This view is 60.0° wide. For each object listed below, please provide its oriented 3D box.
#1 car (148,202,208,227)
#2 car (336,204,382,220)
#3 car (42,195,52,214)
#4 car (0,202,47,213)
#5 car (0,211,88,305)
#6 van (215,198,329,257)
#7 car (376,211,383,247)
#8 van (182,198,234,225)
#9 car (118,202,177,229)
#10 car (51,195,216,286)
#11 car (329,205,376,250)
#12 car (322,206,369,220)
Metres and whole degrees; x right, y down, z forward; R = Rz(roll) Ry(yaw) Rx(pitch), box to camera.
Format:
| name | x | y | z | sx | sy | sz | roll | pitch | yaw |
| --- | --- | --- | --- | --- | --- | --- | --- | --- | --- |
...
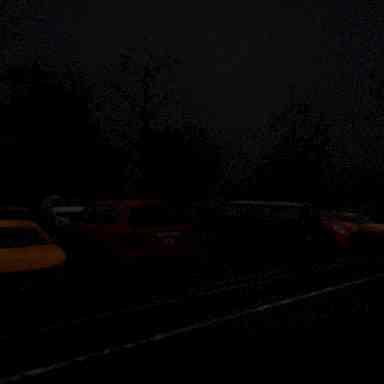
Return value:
| name | x | y | z | sx | sy | sz | roll | pitch | yaw |
| --- | --- | --- | --- | --- | --- | --- | --- | --- | --- |
| car | -1.239 | 1.647 | 25.697 | 1.946 | 1.575 | 5.366 | 2 | -1 | -36 |
| car | 20.575 | 2.410 | 41.179 | 2.185 | 1.767 | 4.553 | 3 | -2 | -35 |
| car | -7.911 | 1.246 | 20.634 | 2.435 | 2.045 | 5.566 | 1 | 0 | -36 |
| car | -10.187 | 1.466 | 19.009 | 2.231 | 1.521 | 4.892 | 1 | 0 | -36 |
| car | -4.442 | 1.446 | 8.032 | 2.097 | 1.535 | 5.008 | 1 | 0 | -36 |
| van | 2.878 | 1.348 | 13.460 | 1.878 | 1.987 | 4.442 | 1 | -1 | -36 |
| car | 7.883 | 1.696 | 16.690 | 1.946 | 1.575 | 5.366 | 2 | -1 | -36 |
| van | 1.209 | 1.489 | 27.086 | 1.878 | 1.987 | 4.442 | 2 | -1 | -36 |
| car | -3.399 | 1.592 | 24.143 | 1.946 | 1.575 | 5.366 | 1 | -1 | -36 |
| car | -2.093 | 1.224 | 9.768 | 2.435 | 2.045 | 5.566 | 1 | -1 | -36 |
| car | 5.391 | 1.506 | 15.163 | 2.185 | 1.767 | 4.553 | 2 | -1 | -36 |
| car | 18.024 | 2.449 | 39.288 | 2.002 | 1.452 | 4.674 | 3 | -2 | -36 |
